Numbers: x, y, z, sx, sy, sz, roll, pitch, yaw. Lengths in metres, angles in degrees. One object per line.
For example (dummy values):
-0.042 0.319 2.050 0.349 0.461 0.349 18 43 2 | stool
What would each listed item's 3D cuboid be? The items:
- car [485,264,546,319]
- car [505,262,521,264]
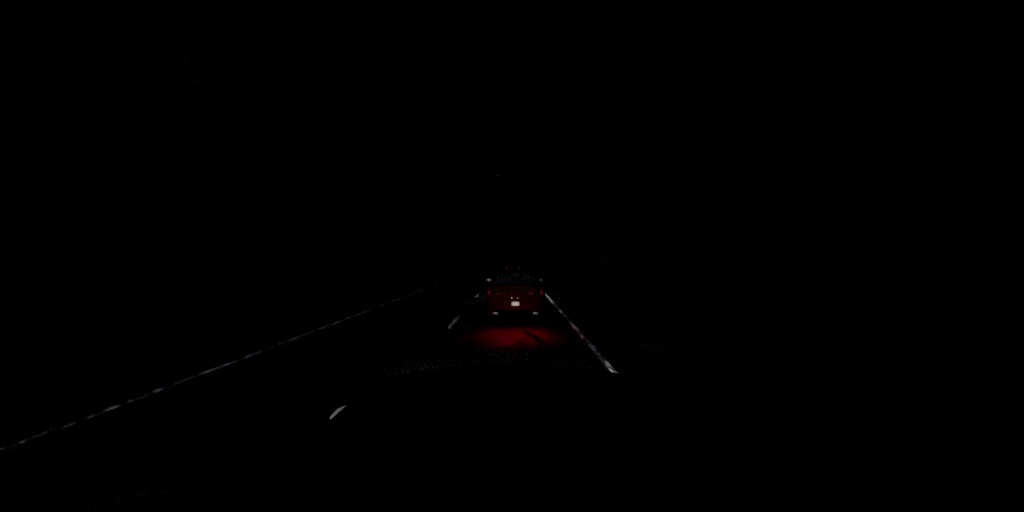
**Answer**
0.100 1.223 12.767 1.882 1.535 5.008 0 0 0 | car
0.101 1.229 31.310 2.128 1.511 4.902 0 0 0 | car
